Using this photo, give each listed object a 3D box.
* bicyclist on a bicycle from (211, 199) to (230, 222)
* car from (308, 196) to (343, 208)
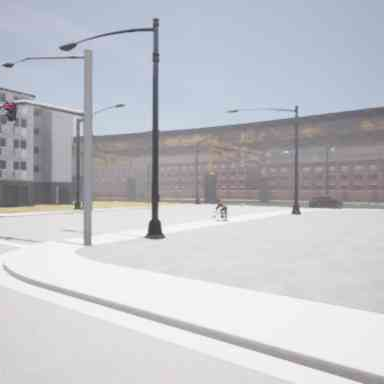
[{"bbox_3d":[2.078,1.350,24.307,1.656,1.620,0.582,0,0,34],"label":"bicyclist on a bicycle"},{"bbox_3d":[19.310,1.377,48.022,4.553,1.767,2.097,0,0,-7],"label":"car"}]
